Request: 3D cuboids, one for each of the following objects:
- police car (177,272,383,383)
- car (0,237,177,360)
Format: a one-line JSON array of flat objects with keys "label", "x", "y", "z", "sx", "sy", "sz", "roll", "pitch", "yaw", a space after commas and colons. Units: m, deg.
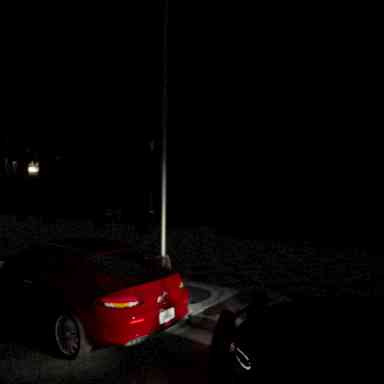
[{"label": "police car", "x": 2.570, "y": 1.438, "z": 2.515, "sx": 5.238, "sy": 1.638, "sz": 1.930, "roll": 0, "pitch": 0, "yaw": 36}, {"label": "car", "x": -2.217, "y": 1.545, "z": 5.948, "sx": 4.674, "sy": 1.442, "sz": 1.812, "roll": 0, "pitch": 0, "yaw": 36}]
